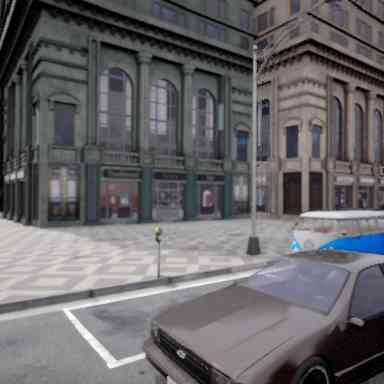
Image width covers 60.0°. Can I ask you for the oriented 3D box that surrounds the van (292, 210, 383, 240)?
[{"bbox_3d":[4.718,1.461,10.051,3.998,1.788,1.690,1,-1,-36],"label":"van"}]

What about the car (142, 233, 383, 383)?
[{"bbox_3d":[2.059,1.602,4.805,5.357,1.411,2.033,1,-1,-33],"label":"car"}]
